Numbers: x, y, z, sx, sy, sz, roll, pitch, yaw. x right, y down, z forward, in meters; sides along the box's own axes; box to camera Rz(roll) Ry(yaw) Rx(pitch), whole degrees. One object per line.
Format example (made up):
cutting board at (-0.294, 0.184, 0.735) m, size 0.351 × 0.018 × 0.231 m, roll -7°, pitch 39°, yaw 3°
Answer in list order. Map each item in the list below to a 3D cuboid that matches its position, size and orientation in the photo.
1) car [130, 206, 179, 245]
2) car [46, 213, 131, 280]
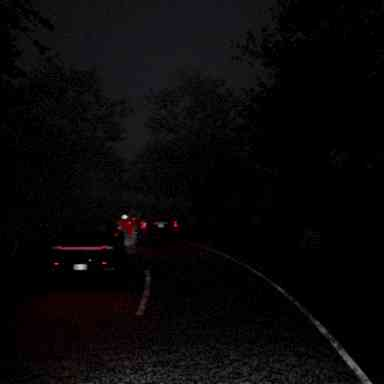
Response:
car at (-2.425, 1.593, 17.197) m, size 2.097 × 1.767 × 4.553 m, roll 1°, pitch -1°, yaw -28°
car at (-3.092, 1.607, 10.340) m, size 2.128 × 1.511 × 4.902 m, roll 1°, pitch -1°, yaw -10°
